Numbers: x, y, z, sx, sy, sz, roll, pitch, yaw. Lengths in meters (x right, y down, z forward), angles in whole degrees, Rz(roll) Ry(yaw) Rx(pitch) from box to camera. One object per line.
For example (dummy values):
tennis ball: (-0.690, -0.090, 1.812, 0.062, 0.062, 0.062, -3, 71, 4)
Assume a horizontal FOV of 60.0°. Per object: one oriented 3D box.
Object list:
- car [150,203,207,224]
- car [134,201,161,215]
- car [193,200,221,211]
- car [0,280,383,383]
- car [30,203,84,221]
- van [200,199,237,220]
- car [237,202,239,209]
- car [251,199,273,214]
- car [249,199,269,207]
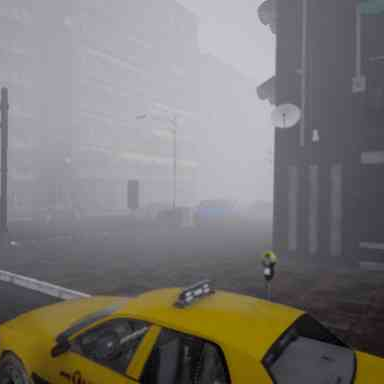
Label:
car: (-1.014, 1.818, 26.974, 1.947, 1.339, 4.313, 1, 0, 36)
car: (-4.487, 1.700, 36.400, 1.887, 1.381, 4.507, 1, 0, 36)
car: (2.064, 1.827, 45.320, 1.802, 1.307, 4.206, 1, 0, 36)
car: (-0.186, 1.524, 3.151, 4.829, 1.417, 1.752, 0, 1, 36)
car: (-11.039, 1.614, 27.482, 2.008, 1.369, 4.403, 1, 0, 36)
van: (2.264, 1.638, 31.434, 1.690, 1.788, 3.998, 1, 0, 36)
car: (5.341, 1.731, 49.780, 1.967, 1.590, 4.097, 1, 0, 36)
car: (8.814, 1.828, 40.353, 1.967, 1.590, 4.097, 1, 0, 36)
car: (11.891, 1.962, 58.699, 1.802, 1.307, 4.206, 1, 0, 36)
